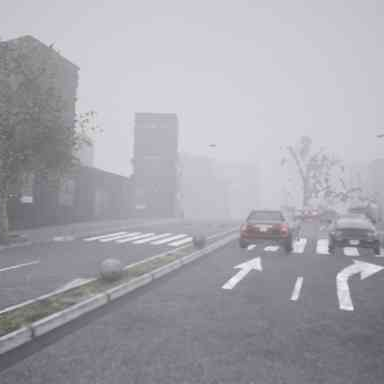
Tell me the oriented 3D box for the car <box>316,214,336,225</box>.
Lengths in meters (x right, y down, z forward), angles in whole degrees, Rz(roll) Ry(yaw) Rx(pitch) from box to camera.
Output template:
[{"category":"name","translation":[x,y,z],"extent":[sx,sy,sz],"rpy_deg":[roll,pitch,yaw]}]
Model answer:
[{"category":"car","translation":[25.643,5.273,63.765],"extent":[2.150,2.045,5.566],"rpy_deg":[1,-4,6]}]

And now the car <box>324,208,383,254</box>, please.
[{"category":"car","translation":[6.806,1.644,14.215],"extent":[1.812,1.442,4.674],"rpy_deg":[-1,0,23]}]

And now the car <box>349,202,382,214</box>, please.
[{"category":"car","translation":[13.580,1.571,26.149],"extent":[1.837,1.490,4.892],"rpy_deg":[-3,-4,40]}]

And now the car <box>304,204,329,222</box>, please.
[{"category":"car","translation":[10.223,1.707,27.212],"extent":[2.033,1.411,5.357],"rpy_deg":[-3,-4,38]}]

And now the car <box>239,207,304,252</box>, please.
[{"category":"car","translation":[3.647,1.504,15.091],"extent":[2.097,1.767,4.553],"rpy_deg":[-1,0,23]}]
